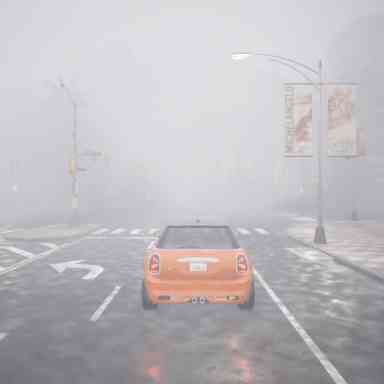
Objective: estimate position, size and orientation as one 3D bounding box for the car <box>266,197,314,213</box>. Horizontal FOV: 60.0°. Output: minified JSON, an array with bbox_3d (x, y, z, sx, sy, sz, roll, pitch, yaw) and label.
[{"bbox_3d":[10.471,1.351,36.421,4.553,1.767,2.097,0,0,0],"label":"car"}]

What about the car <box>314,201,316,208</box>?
[{"bbox_3d":[12.273,1.492,39.912,4.902,1.511,2.128,0,0,1],"label":"car"}]

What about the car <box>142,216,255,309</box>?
[{"bbox_3d":[0.116,1.352,8.019,2.097,1.767,4.553,0,0,0],"label":"car"}]
